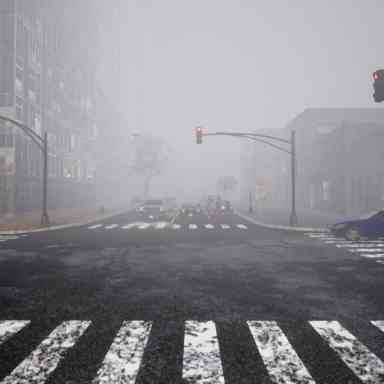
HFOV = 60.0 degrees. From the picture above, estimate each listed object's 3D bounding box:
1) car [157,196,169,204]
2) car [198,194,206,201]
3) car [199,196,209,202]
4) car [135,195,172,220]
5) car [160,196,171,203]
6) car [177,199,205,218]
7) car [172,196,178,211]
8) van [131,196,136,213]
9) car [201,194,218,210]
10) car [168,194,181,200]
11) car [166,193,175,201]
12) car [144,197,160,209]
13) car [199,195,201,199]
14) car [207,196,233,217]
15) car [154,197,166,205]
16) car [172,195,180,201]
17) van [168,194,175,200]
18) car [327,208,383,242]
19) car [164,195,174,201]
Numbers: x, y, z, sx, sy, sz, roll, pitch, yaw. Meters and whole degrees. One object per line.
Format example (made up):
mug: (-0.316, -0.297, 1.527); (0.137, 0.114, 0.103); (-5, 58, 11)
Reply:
car: (-5.659, 1.572, 65.011); (1.947, 1.339, 4.313); (1, 0, 0)
car: (2.729, 1.446, 87.743); (1.967, 1.590, 4.097); (1, 0, 0)
car: (2.724, 1.572, 76.396); (1.947, 1.339, 4.313); (1, 0, 0)
car: (-3.125, 1.356, 28.149); (2.097, 1.767, 4.553); (0, 0, 1)
car: (-5.658, 1.572, 70.685); (1.947, 1.339, 4.313); (1, 0, 0)
car: (-0.019, 1.605, 30.036); (1.895, 1.301, 4.718); (0, 0, 2)
car: (-3.090, 1.552, 37.622); (2.033, 1.411, 5.357); (0, 0, 0)
van: (-5.663, 1.346, 36.641); (1.690, 1.788, 3.998); (1, 0, 0)
car: (2.719, 1.320, 42.351); (2.192, 1.841, 5.009); (1, 0, 0)
car: (-3.008, 1.483, 61.247); (1.882, 1.535, 5.008); (0, 0, 0)
car: (-5.648, 1.321, 87.707); (2.192, 1.841, 5.009); (1, 0, 0)
car: (-5.663, 1.530, 47.819); (1.752, 1.417, 4.829); (1, 0, 0)
car: (2.725, 1.321, 65.048); (2.192, 1.841, 5.009); (1, 0, 0)
car: (2.713, 1.444, 31.003); (1.967, 1.590, 4.097); (1, 0, 0)
car: (-5.661, 1.587, 59.337); (1.802, 1.307, 4.206); (1, 0, 0)
car: (-3.082, 1.531, 47.641); (1.812, 1.442, 4.674); (0, 0, 0)
van: (-5.647, 1.347, 93.381); (1.690, 1.788, 3.998); (1, 0, 0)
car: (8.621, 1.467, 15.126); (4.674, 1.442, 1.812); (-1, -1, 6)
car: (-5.654, 1.557, 82.033); (2.008, 1.369, 4.403); (1, 0, 0)
